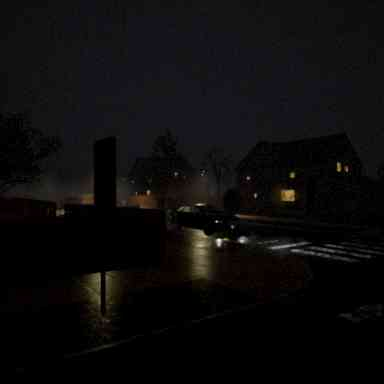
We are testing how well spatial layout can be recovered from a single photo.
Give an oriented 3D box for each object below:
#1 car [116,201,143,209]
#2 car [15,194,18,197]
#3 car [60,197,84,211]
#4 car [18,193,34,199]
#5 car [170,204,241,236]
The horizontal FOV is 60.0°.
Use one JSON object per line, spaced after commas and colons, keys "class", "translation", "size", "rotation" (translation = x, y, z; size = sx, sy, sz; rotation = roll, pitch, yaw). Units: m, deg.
{"class": "car", "translation": [-5.233, 1.458, 26.404], "size": [1.994, 1.385, 4.181], "rotation": [0, 1, -36]}
{"class": "car", "translation": [-43.612, 1.093, 84.412], "size": [1.812, 1.442, 4.674], "rotation": [0, 0, -36]}
{"class": "car", "translation": [-13.924, 1.359, 38.478], "size": [1.812, 1.442, 4.674], "rotation": [0, 1, -36]}
{"class": "car", "translation": [-37.510, 1.249, 75.965], "size": [2.033, 1.411, 5.357], "rotation": [0, 0, -36]}
{"class": "car", "translation": [0.605, 1.432, 18.319], "size": [2.128, 1.511, 4.902], "rotation": [0, 0, -36]}
